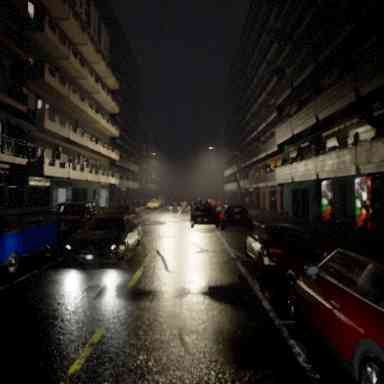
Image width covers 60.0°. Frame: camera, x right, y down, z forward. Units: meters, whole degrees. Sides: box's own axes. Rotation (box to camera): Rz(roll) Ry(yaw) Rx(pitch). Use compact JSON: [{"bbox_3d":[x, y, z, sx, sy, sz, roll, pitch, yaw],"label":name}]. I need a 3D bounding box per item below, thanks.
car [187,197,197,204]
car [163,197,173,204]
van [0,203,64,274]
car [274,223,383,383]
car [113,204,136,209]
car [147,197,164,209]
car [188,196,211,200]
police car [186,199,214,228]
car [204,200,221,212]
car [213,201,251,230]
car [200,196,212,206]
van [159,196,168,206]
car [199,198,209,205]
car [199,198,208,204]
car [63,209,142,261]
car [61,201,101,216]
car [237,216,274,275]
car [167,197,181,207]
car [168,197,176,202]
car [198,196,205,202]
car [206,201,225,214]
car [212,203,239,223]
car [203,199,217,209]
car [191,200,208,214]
[{"bbox_3d":[0.000,1.849,74.423,2.128,1.511,4.902,0,0,0],"label":"car"},{"bbox_3d":[-5.694,1.942,78.312,1.967,1.590,4.097,0,0,0],"label":"car"},{"bbox_3d":[-5.691,1.387,10.372,1.690,1.788,3.998,0,0,0],"label":"van"},{"bbox_3d":[2.689,1.461,4.687,1.967,1.590,4.097,0,0,0],"label":"car"},{"bbox_3d":[-5.692,1.689,27.355,1.887,1.381,4.507,0,0,0],"label":"car"},{"bbox_3d":[-5.693,1.809,49.833,1.752,1.417,4.829,0,0,0],"label":"car"},{"bbox_3d":[0.899,1.531,33.268,2.097,1.767,4.553,0,0,0],"label":"car"},{"bbox_3d":[0.800,1.545,23.388,1.930,1.638,5.238,0,0,-2],"label":"police car"},{"bbox_3d":[2.688,1.792,44.322,1.887,1.381,4.507,0,0,0],"label":"car"},{"bbox_3d":[2.688,1.549,21.670,1.967,1.590,4.097,0,0,0],"label":"car"},{"bbox_3d":[2.686,1.726,66.965,2.192,1.841,5.009,0,0,0],"label":"car"},{"bbox_3d":[-5.694,1.708,61.328,1.690,1.788,3.998,0,0,0],"label":"van"},{"bbox_3d":[2.687,2.007,72.626,2.008,1.369,4.403,0,0,0],"label":"car"},{"bbox_3d":[2.687,2.053,78.287,2.008,1.369,4.403,0,0,0],"label":"car"},{"bbox_3d":[-3.102,1.606,12.727,2.033,1.411,5.357,0,0,0],"label":"car"},{"bbox_3d":[-5.692,1.392,16.033,2.192,1.841,5.009,0,0,0],"label":"car"},{"bbox_3d":[2.689,1.628,10.350,1.802,1.307,4.206,0,0,0],"label":"car"},{"bbox_3d":[-3.014,1.890,61.030,1.812,1.442,4.674,0,-1,0],"label":"car"},{"bbox_3d":[-5.694,2.172,95.127,1.752,1.417,4.829,0,-1,0],"label":"car"},{"bbox_3d":[2.686,2.088,95.273,1.967,1.590,4.097,0,-1,0],"label":"car"},{"bbox_3d":[2.688,1.758,38.656,1.887,1.381,4.507,0,0,0],"label":"car"},{"bbox_3d":[2.688,1.670,27.502,1.752,1.417,4.829,0,0,0],"label":"car"},{"bbox_3d":[2.687,1.811,50.150,1.752,1.417,4.829,0,0,0],"label":"car"},{"bbox_3d":[0.835,1.743,39.292,1.812,1.442,4.674,0,0,0],"label":"car"}]
